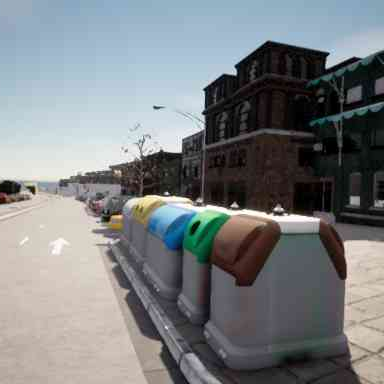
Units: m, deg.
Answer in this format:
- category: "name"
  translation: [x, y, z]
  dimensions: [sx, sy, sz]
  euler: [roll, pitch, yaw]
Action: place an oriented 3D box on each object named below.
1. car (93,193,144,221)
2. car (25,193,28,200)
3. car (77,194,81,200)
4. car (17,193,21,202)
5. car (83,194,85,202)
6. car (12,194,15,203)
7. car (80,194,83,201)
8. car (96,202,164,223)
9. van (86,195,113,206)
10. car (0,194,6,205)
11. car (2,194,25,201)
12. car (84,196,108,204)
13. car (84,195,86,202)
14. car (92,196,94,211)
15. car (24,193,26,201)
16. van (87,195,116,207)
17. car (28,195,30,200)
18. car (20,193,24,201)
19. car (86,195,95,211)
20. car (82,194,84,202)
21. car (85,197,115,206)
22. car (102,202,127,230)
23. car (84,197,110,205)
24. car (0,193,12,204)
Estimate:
- category: "car"
  translation: [-3.044, 1.365, 21.462]
  dimensions: [5.566, 2.045, 2.435]
  euler: [3, -2, -39]
- category: "car"
  translation: [-42.320, 1.506, 78.343]
  dimensions: [5.008, 1.535, 2.097]
  euler: [1, 0, -41]
- category: "car"
  translation: [-27.156, 1.720, 89.600]
  dimensions: [5.566, 2.045, 2.435]
  euler: [3, -1, -42]
- category: "car"
  translation: [-38.138, 1.451, 67.255]
  dimensions: [5.008, 1.535, 2.097]
  euler: [1, 0, -40]
- category: "car"
  translation: [-11.808, 1.516, 47.101]
  dimensions: [5.566, 2.045, 2.435]
  euler: [3, -2, -39]
- category: "car"
  translation: [-35.014, 1.405, 58.988]
  dimensions: [5.366, 1.575, 1.946]
  euler: [1, -1, -39]
- category: "car"
  translation: [-23.871, 1.938, 81.171]
  dimensions: [5.008, 1.535, 2.097]
  euler: [3, -2, -41]
- category: "car"
  translation: [-5.009, 1.658, 27.156]
  dimensions: [5.008, 1.535, 2.097]
  euler: [3, -1, -39]
- category: "van"
  translation: [-17.798, 1.627, 64.063]
  dimensions: [4.442, 1.987, 1.878]
  euler: [3, -1, -39]
- category: "car"
  translation: [-33.182, 1.405, 53.271]
  dimensions: [4.792, 1.488, 2.163]
  euler: [1, -1, -39]
- category: "car"
  translation: [-43.437, 1.393, 81.080]
  dimensions: [4.553, 1.767, 2.185]
  euler: [1, -1, -41]
- category: "car"
  translation: [-21.778, 1.787, 75.498]
  dimensions: [4.553, 1.767, 2.185]
  euler: [3, -2, -40]
- category: "car"
  translation: [-9.888, 1.483, 41.373]
  dimensions: [5.566, 2.045, 2.435]
  euler: [3, -1, -39]
- category: "car"
  translation: [-6.977, 1.563, 32.845]
  dimensions: [4.553, 1.767, 2.185]
  euler: [3, -2, -39]
- category: "car"
  translation: [-41.237, 1.523, 75.604]
  dimensions: [4.792, 1.488, 2.163]
  euler: [1, -1, -41]
- category: "van"
  translation: [-15.827, 1.597, 58.370]
  dimensions: [4.442, 1.987, 1.878]
  euler: [3, -1, -39]
- category: "car"
  translation: [-44.650, 1.526, 83.719]
  dimensions: [5.366, 1.575, 1.946]
  euler: [1, 0, -42]
- category: "car"
  translation: [-40.228, 1.509, 72.785]
  dimensions: [4.792, 1.488, 2.163]
  euler: [1, 0, -40]
- category: "car"
  translation: [-7.935, 1.453, 35.685]
  dimensions: [5.566, 2.045, 2.435]
  euler: [3, -1, -39]
- category: "car"
  translation: [-13.763, 1.547, 52.782]
  dimensions: [5.566, 2.045, 2.435]
  euler: [3, -2, -39]
- category: "car"
  translation: [-18.572, 1.876, 67.103]
  dimensions: [5.366, 1.575, 1.946]
  euler: [3, -2, -39]
- category: "car"
  translation: [-1.953, 1.589, 18.689]
  dimensions: [5.366, 1.575, 1.946]
  euler: [3, -2, -39]
- category: "car"
  translation: [-20.742, 1.901, 72.661]
  dimensions: [4.892, 1.521, 2.231]
  euler: [3, -2, -40]
- category: "car"
  translation: [-34.192, 1.139, 56.043]
  dimensions: [5.566, 2.045, 2.435]
  euler: [1, 0, -39]
